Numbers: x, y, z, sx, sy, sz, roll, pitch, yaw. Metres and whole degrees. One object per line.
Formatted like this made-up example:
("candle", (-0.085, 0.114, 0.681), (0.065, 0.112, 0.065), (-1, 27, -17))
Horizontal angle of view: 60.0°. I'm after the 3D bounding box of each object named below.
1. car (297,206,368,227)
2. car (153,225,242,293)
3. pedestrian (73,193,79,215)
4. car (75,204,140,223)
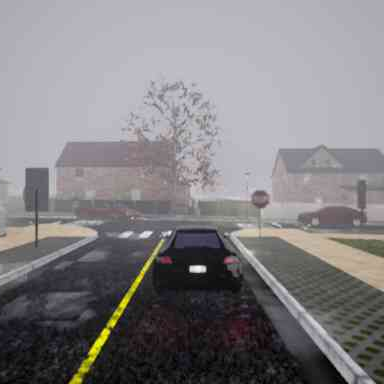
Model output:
("car", (10.465, 1.762, 24.958), (5.008, 1.535, 1.882), (1, 0, -2))
("car", (0.109, 1.561, 8.849), (1.994, 1.385, 4.181), (0, 0, 0))
("pedestrian", (-9.688, 1.012, 27.795), (0.375, 1.860, 0.375), (0, -2, 0))
("car", (-6.263, 1.516, 24.418), (4.718, 1.301, 1.895), (1, -1, 25))
